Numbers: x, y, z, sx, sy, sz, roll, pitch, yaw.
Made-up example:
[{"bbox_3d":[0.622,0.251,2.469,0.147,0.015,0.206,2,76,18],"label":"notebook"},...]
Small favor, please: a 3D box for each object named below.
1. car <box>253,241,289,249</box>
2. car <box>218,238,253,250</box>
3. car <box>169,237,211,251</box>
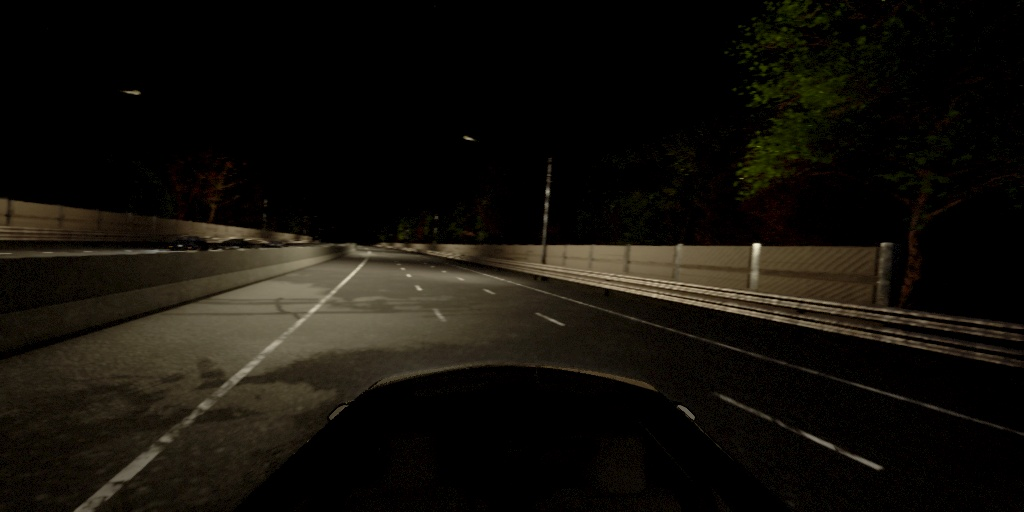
[{"bbox_3d":[-24.810,-0.785,37.543,2.128,1.511,4.902,4,0,-20],"label":"car"},{"bbox_3d":[-28.322,-1.058,36.965,1.882,1.535,5.008,4,0,-20],"label":"car"},{"bbox_3d":[-31.327,-1.186,35.022,1.994,1.385,4.181,4,0,-20],"label":"car"}]
